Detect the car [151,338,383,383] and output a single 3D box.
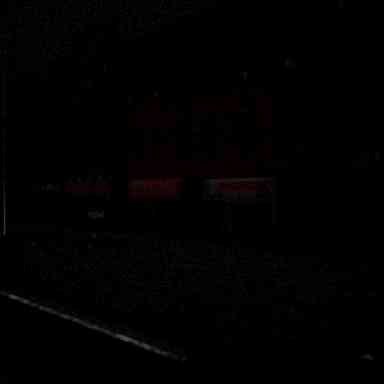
[{"bbox_3d":[1.575,1.553,1.698,4.403,1.369,2.008,0,-1,36],"label":"car"}]
